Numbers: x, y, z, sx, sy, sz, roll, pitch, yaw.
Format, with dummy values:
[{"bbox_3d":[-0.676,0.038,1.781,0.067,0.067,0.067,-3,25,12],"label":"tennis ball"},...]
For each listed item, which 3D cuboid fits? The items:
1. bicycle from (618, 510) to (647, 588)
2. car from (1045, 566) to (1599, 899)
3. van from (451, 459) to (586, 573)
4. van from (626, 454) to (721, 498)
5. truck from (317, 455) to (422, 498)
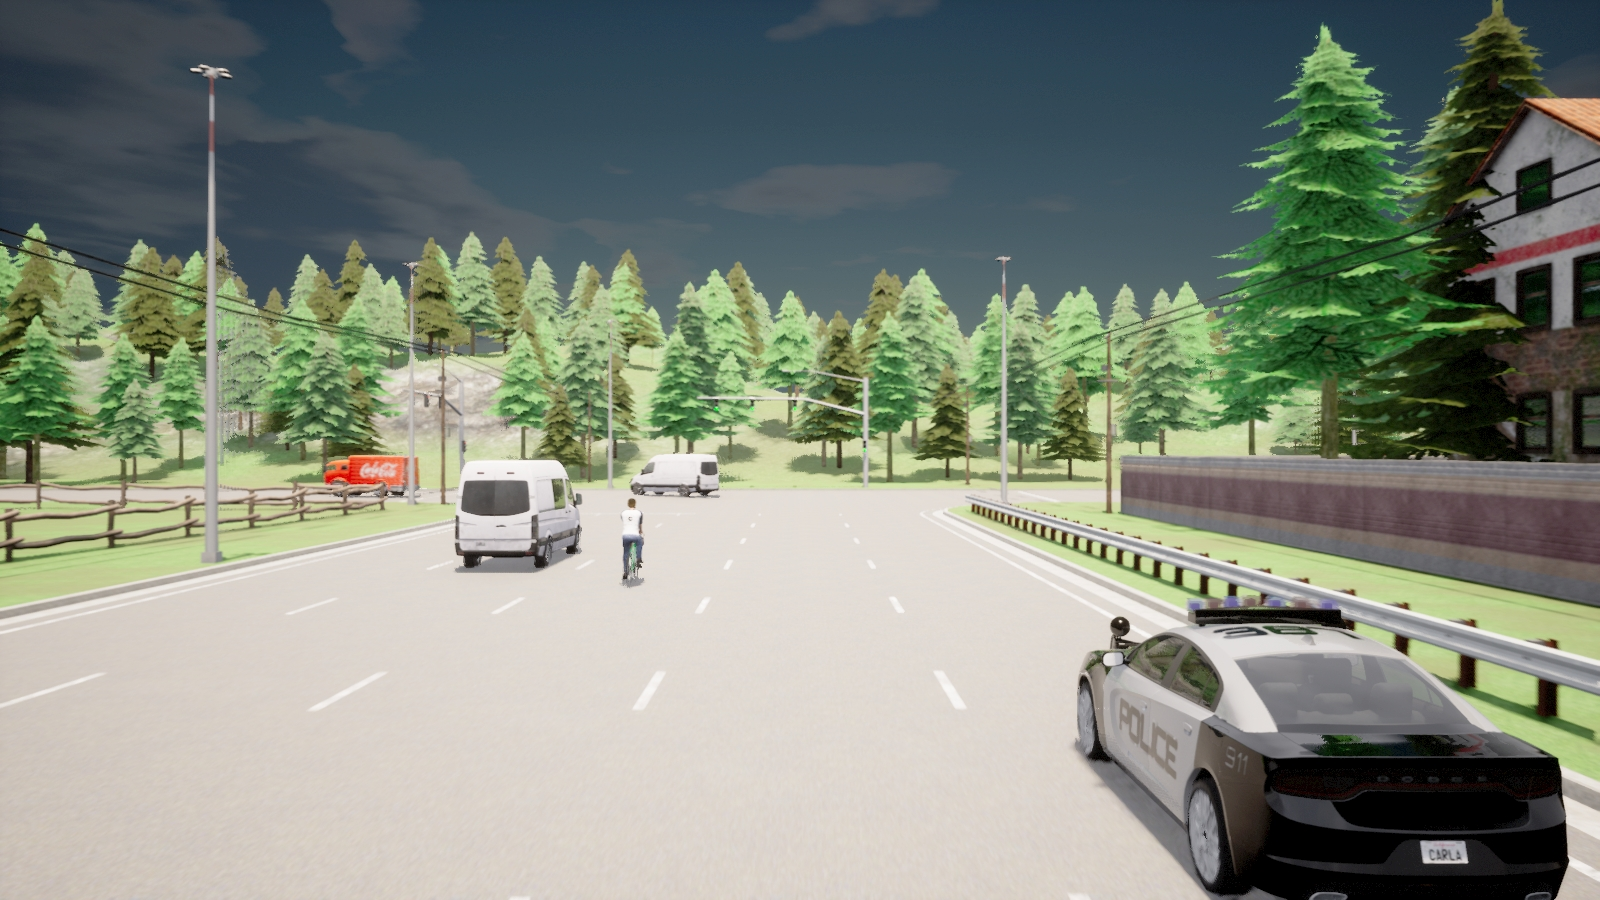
[{"bbox_3d":[-3.501,2.056,23.947,0.373,1.496,1.643,0,0,0],"label":"bicycle"},{"bbox_3d":[3.500,1.982,8.793,2.097,1.638,5.238,0,0,0],"label":"car"},{"bbox_3d":[-6.996,1.534,29.100,1.988,2.561,5.915,0,0,0],"label":"van"},{"bbox_3d":[-7.705,1.535,69.198,5.915,2.561,1.988,0,-1,35],"label":"van"},{"bbox_3d":[-25.647,1.570,68.146,5.204,2.467,2.627,0,0,6],"label":"truck"}]
